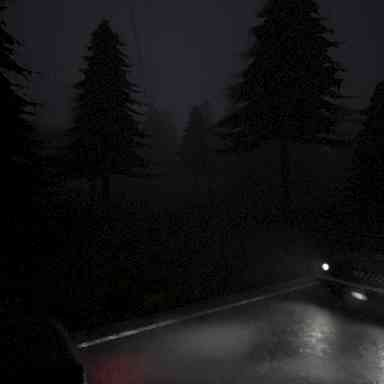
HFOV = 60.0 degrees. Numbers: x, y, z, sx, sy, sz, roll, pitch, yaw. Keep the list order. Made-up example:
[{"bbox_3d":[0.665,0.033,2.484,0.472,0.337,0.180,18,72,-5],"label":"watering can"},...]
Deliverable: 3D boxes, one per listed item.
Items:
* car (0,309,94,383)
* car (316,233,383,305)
[{"bbox_3d":[-3.247,1.548,1.678,5.357,1.411,2.033,0,0,-35],"label":"car"},{"bbox_3d":[4.878,1.599,7.392,4.718,1.301,1.895,0,0,-35],"label":"car"}]
